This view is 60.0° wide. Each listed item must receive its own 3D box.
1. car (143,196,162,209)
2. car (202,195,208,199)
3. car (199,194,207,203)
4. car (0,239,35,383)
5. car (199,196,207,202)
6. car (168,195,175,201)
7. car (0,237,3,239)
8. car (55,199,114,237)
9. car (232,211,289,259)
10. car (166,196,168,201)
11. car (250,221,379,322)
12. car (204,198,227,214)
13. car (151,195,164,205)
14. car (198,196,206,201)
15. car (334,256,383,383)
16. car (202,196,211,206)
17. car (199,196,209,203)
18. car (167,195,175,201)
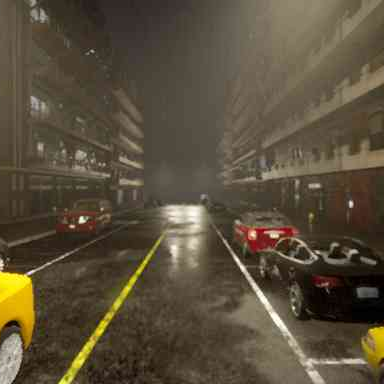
[{"bbox_3d":[-5.723,1.585,46.377,2.008,1.369,4.403,-1,0,0],"label":"car"},{"bbox_3d":[2.657,1.556,46.523,1.752,1.417,4.829,-1,0,0],"label":"car"},{"bbox_3d":[2.649,1.479,57.557,1.967,1.590,4.097,-1,0,0],"label":"car"},{"bbox_3d":[-2.998,1.481,2.340,1.882,1.535,5.008,0,0,0],"label":"car"},{"bbox_3d":[2.638,1.602,79.965,1.887,1.381,4.507,-1,0,0],"label":"car"},{"bbox_3d":[-5.745,1.632,85.590,1.947,1.339,4.313,-1,0,0],"label":"car"},{"bbox_3d":[-5.702,1.558,7.163,2.008,1.369,4.403,-1,0,0],"label":"car"},{"bbox_3d":[-5.711,1.330,18.367,2.192,1.841,5.009,-1,0,0],"label":"car"},{"bbox_3d":[2.674,1.447,12.741,1.967,1.590,4.097,-1,0,0],"label":"car"},{"bbox_3d":[-5.729,1.624,57.581,1.802,1.307,4.206,-1,0,0],"label":"car"},{"bbox_3d":[2.679,1.569,7.138,1.947,1.339,4.313,-1,0,0],"label":"car"},{"bbox_3d":[2.663,1.588,35.148,1.947,1.339,4.313,-1,0,0],"label":"car"},{"bbox_3d":[-5.730,1.353,51.979,2.192,1.841,5.009,-1,0,0],"label":"car"},{"bbox_3d":[2.635,1.628,85.566,1.947,1.339,4.313,-1,0,0],"label":"car"},{"bbox_3d":[2.681,1.525,1.706,1.752,1.417,4.829,-1,0,0],"label":"car"},{"bbox_3d":[2.660,1.577,40.752,2.008,1.369,4.403,-1,0,0],"label":"car"},{"bbox_3d":[2.642,1.603,74.363,2.008,1.369,4.403,-1,0,0],"label":"car"},{"bbox_3d":[-5.749,1.616,91.193,1.887,1.381,4.507,-1,0,0],"label":"car"}]
